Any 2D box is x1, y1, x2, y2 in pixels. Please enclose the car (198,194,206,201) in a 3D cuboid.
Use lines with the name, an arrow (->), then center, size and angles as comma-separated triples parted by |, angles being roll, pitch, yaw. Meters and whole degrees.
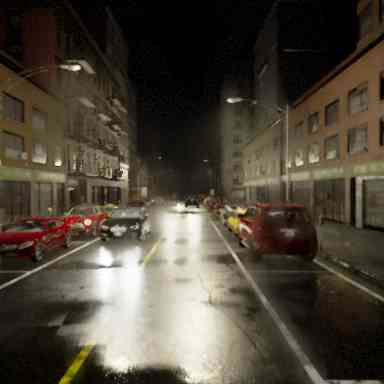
car -> 2.834, 1.504, 93.960 | 2.192, 1.841, 5.009 | -1, 0, 0

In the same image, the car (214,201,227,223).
car -> 2.847, 1.561, 23.023 | 2.008, 1.369, 4.403 | -1, 0, 0

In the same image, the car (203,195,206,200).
car -> 2.841, 1.484, 45.011 | 1.967, 1.590, 4.097 | -1, 0, 0

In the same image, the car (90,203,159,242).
car -> -3.098, 1.496, 16.410 | 2.128, 1.511, 4.902 | 0, 0, 0

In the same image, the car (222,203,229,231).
car -> 2.847, 1.530, 17.697 | 1.752, 1.417, 4.829 | -1, 0, 0

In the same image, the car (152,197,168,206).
car -> -5.685, 1.510, 56.003 | 1.967, 1.590, 4.097 | -1, 0, 0

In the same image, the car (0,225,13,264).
car -> -5.675, 1.525, 6.360 | 1.752, 1.417, 4.829 | 0, 0, 0

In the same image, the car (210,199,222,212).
car -> 2.846, 1.562, 28.520 | 1.887, 1.381, 4.507 | -1, 0, 0

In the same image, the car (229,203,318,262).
car -> 2.847, 1.316, 12.030 | 2.192, 1.841, 5.009 | -1, 0, 0

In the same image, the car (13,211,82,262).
car -> -5.676, 1.584, 12.028 | 1.802, 1.307, 4.206 | 0, 0, 0

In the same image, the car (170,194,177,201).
car -> -5.690, 1.737, 88.372 | 1.947, 1.339, 4.313 | -1, 0, 0

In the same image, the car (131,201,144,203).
car -> -5.680, 1.570, 34.015 | 1.887, 1.381, 4.507 | -1, 0, 0

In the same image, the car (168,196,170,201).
car -> -5.685, 1.650, 61.499 | 1.947, 1.339, 4.313 | -1, 0, 0

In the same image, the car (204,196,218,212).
car -> 2.843, 1.474, 39.513 | 1.967, 1.590, 4.097 | -1, 0, 0

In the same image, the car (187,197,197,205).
car -> -0.009, 1.585, 60.119 | 1.837, 1.490, 4.892 | 0, 0, 0

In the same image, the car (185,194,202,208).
car -> -0.005, 1.409, 50.782 | 2.097, 1.767, 4.553 | 0, 0, 0

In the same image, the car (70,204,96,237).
car -> -5.679, 1.445, 17.525 | 1.967, 1.590, 4.097 | -1, 0, 0
